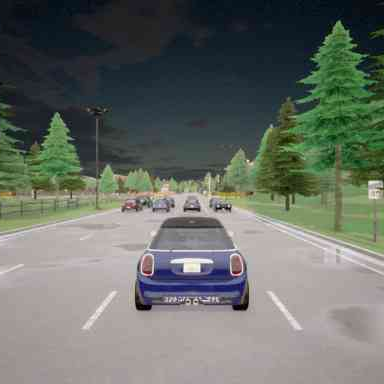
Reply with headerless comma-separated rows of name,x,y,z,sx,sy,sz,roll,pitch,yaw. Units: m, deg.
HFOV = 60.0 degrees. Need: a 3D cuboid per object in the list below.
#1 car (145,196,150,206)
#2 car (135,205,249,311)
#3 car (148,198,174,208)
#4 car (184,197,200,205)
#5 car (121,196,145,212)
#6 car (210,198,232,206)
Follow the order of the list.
car,-7.000,1.352,48.976,2.097,1.767,4.553,0,0,0
car,0.000,1.352,7.942,2.097,1.767,4.553,0,0,0
car,-3.500,1.547,38.586,2.033,1.411,5.357,0,0,0
car,0.000,1.564,38.969,1.994,1.385,4.181,0,0,0
car,-7.000,1.526,39.002,1.812,1.442,4.674,0,0,0
car,3.500,1.601,39.032,1.895,1.301,4.718,0,0,0
